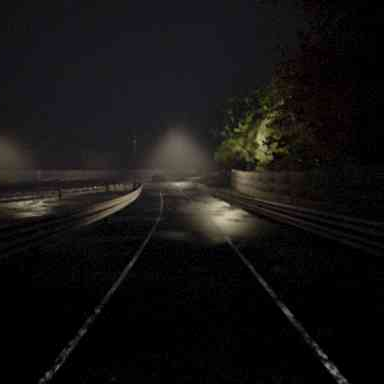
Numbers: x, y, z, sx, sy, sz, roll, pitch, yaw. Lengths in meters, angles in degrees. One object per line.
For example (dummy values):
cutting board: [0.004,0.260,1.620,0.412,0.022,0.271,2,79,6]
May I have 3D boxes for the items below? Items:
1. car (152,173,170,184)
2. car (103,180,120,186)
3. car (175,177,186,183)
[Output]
car: [-8.465,-3.267,86.190,2.150,2.045,5.566,1,4,20]
car: [-17.341,-1.859,72.027,1.994,1.385,4.181,1,4,20]
car: [-3.114,-3.346,90.643,1.837,1.490,4.892,1,4,20]
